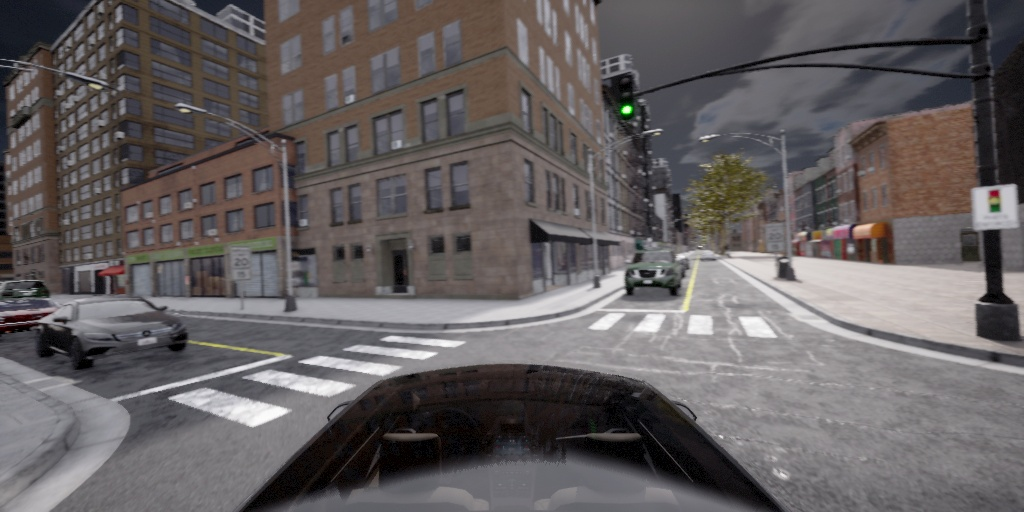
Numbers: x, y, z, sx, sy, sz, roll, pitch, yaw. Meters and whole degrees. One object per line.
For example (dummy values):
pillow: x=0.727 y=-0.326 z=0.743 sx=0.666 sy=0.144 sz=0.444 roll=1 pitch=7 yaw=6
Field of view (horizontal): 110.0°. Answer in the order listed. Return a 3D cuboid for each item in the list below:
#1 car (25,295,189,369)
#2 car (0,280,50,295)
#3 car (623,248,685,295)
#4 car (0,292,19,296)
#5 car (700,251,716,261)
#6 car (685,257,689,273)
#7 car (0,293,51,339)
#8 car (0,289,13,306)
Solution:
car: x=-10.394 y=1.789 z=9.262 sx=4.674 sy=1.442 sz=1.812 roll=-3 pitch=-1 yaw=28
car: x=-35.252 y=2.778 z=25.644 sx=5.566 sy=2.045 sz=2.150 roll=-3 pitch=-1 yaw=28
car: x=6.946 y=0.674 z=17.461 sx=2.150 sy=2.045 sz=5.566 roll=-3 pitch=0 yaw=28
car: x=-27.396 y=2.725 z=18.240 sx=4.718 sy=1.301 sz=1.895 roll=-3 pitch=-1 yaw=28
car: x=29.035 y=-0.019 z=53.097 sx=1.812 sy=1.442 sz=4.674 roll=-3 pitch=0 yaw=28
car: x=11.569 y=0.811 z=26.238 sx=1.994 sy=1.385 sz=4.181 roll=-3 pitch=0 yaw=27
car: x=-18.489 y=2.272 z=13.532 sx=4.718 sy=1.301 sz=1.895 roll=-3 pitch=-1 yaw=28
car: x=-44.915 y=3.623 z=30.694 sx=4.181 sy=1.385 sz=1.994 roll=-3 pitch=-1 yaw=28
